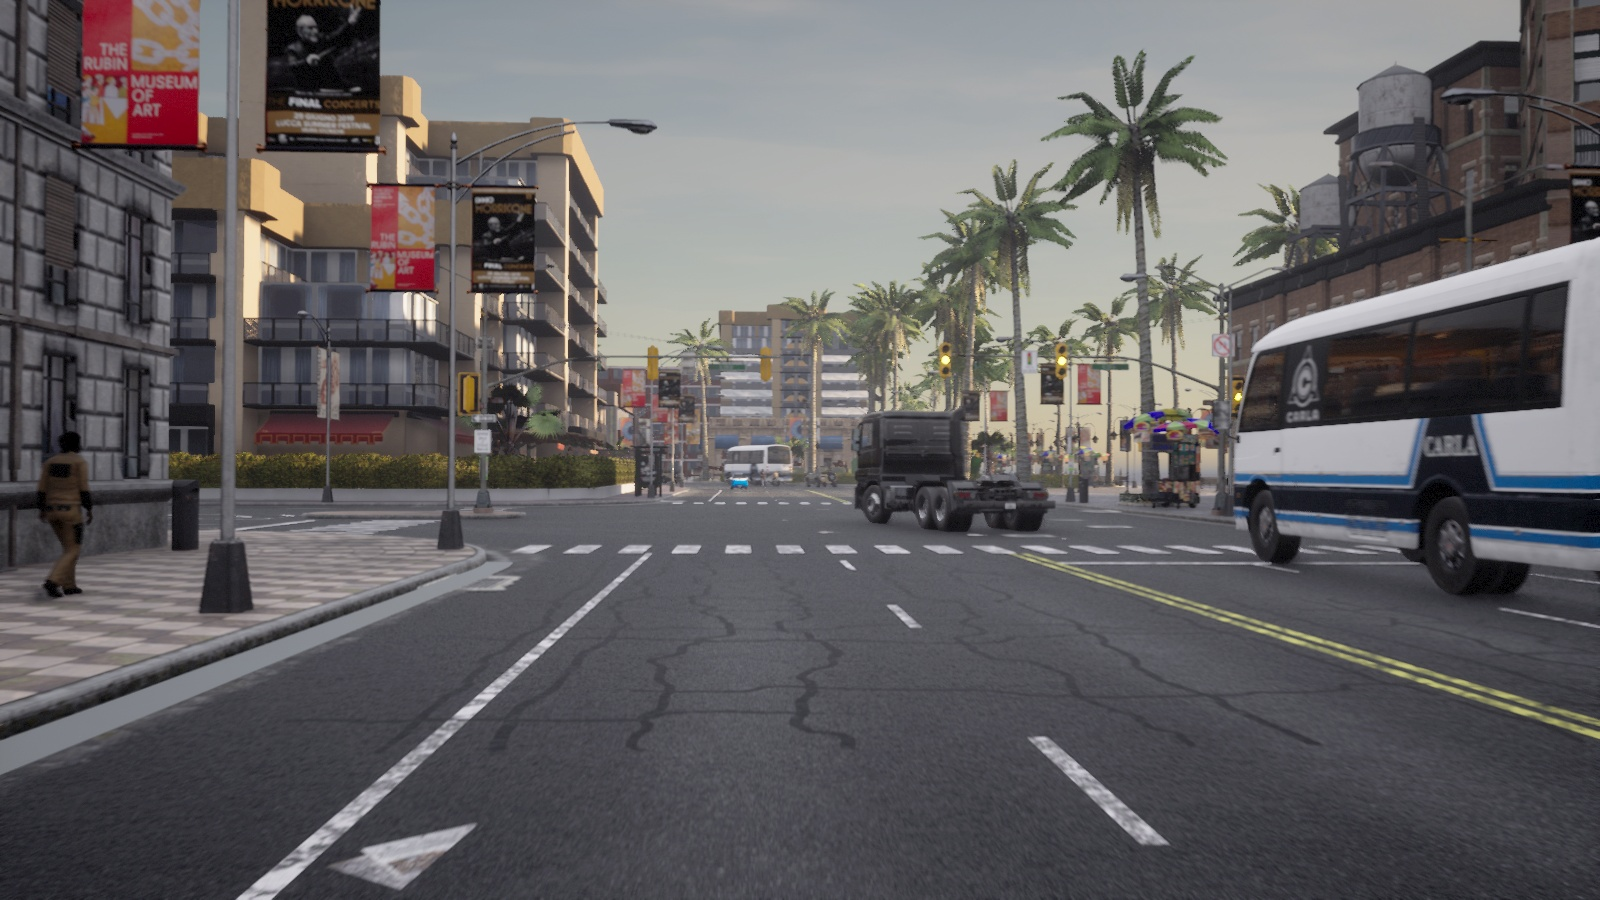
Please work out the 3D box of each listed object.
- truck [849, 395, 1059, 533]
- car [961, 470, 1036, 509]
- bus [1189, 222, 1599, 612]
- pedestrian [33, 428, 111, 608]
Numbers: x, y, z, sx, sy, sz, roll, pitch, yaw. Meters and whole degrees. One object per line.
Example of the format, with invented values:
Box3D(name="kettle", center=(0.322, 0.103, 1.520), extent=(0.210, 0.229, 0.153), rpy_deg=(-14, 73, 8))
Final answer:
Box3D(name="truck", center=(4.111, 0.413, 35.761), extent=(2.891, 3.462, 7.936), rpy_deg=(0, -1, -18))
Box3D(name="car", center=(8.155, 1.604, 51.965), extent=(2.128, 1.511, 4.902), rpy_deg=(0, -1, -3))
Box3D(name="bus", center=(9.640, -0.289, 18.901), extent=(3.944, 4.253, 10.273), rpy_deg=(0, -1, -3))
Box3D(name="pedestrian", center=(-8.026, 0.740, 13.864), extent=(0.396, 1.930, 0.692), rpy_deg=(0, -1, 6))
